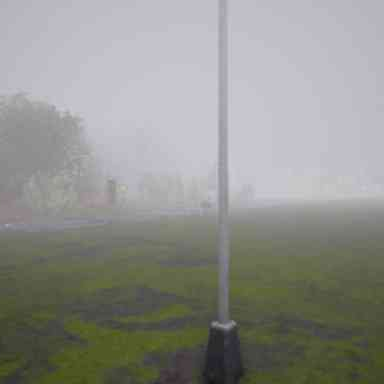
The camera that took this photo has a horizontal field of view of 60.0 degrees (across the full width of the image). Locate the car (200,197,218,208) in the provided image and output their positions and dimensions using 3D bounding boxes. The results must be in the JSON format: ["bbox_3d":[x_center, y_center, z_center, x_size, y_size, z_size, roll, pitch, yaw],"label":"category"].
[{"bbox_3d":[2.851,1.286,42.116,1.994,1.385,4.181,0,1,36],"label":"car"}]
